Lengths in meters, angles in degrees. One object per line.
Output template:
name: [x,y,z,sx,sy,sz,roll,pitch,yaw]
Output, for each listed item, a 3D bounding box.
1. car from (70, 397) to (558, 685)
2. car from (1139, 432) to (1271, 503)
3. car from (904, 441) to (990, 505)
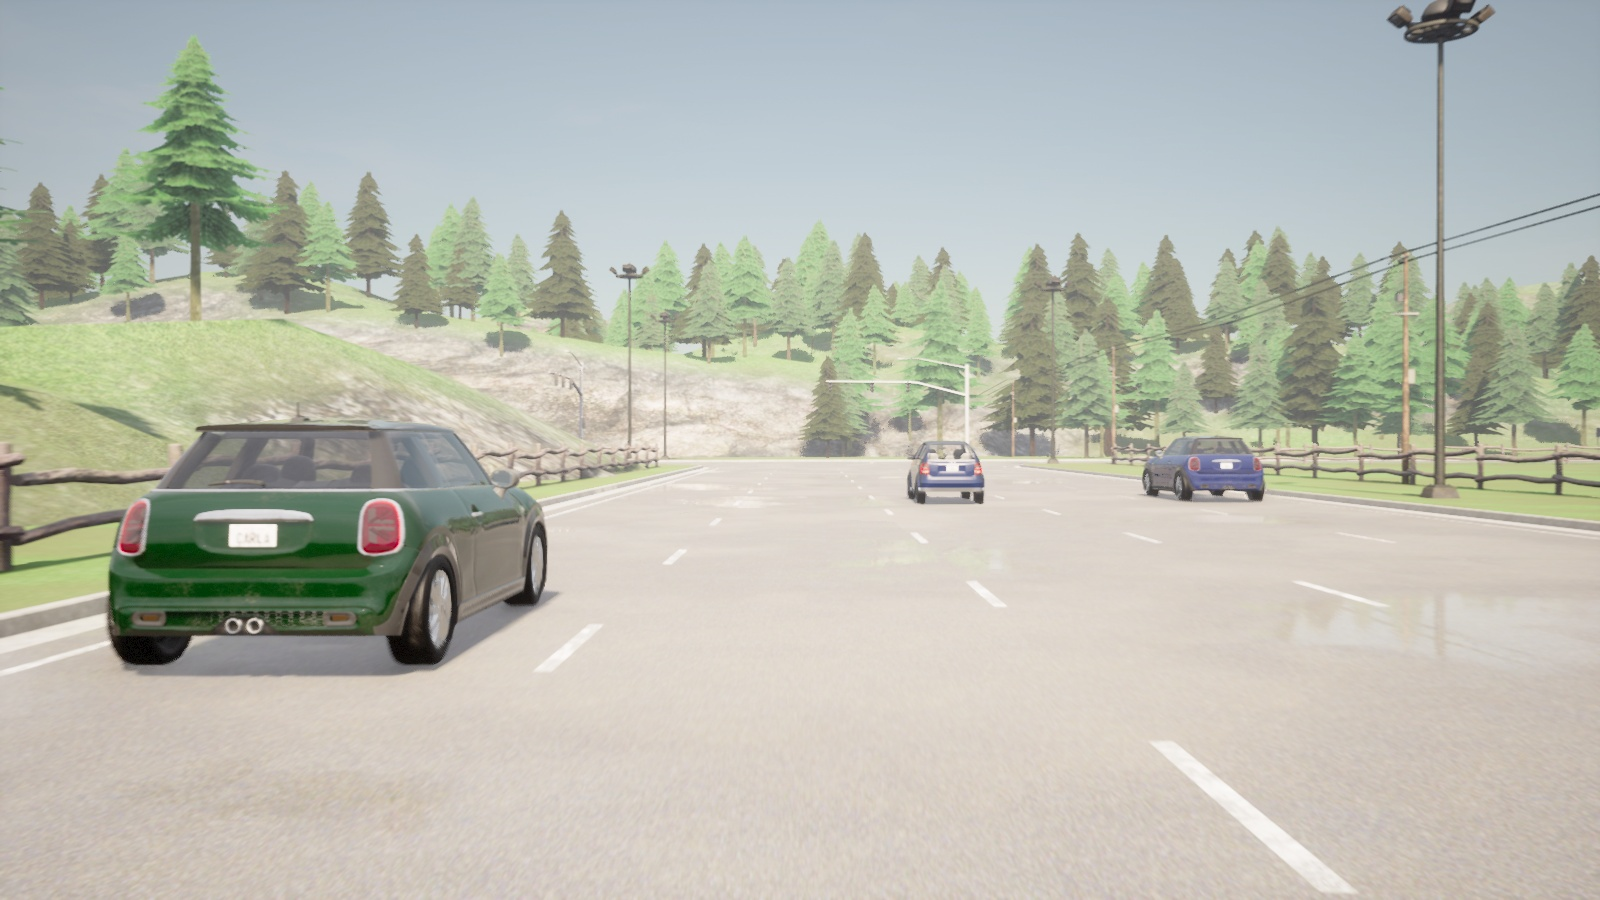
car: [-3.428,0.547,9.997,2.097,1.767,4.553,0,0,0]
car: [10.706,0.429,33.580,2.097,1.767,4.553,0,0,0]
car: [3.698,0.551,32.210,1.789,1.549,3.705,0,0,0]
